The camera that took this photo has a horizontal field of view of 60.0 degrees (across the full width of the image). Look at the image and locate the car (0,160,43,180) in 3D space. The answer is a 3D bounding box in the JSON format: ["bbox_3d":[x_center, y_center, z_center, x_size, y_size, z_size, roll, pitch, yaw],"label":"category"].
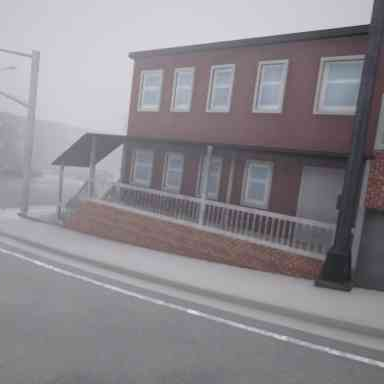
[{"bbox_3d":[-17.392,-2.056,32.465,2.033,1.411,5.357,11,6,37],"label":"car"}]

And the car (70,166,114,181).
[{"bbox_3d":[-11.752,-2.093,40.273,1.837,1.490,4.892,11,6,35],"label":"car"}]

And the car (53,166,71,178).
[{"bbox_3d":[-14.673,-2.574,42.159,2.033,1.411,5.357,11,6,35],"label":"car"}]
